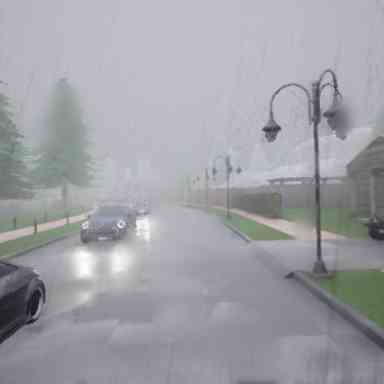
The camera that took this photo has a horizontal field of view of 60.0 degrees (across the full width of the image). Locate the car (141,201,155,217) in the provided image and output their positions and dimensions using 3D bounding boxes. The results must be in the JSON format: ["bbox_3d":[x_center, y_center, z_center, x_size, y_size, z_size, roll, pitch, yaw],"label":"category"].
[{"bbox_3d":[-4.583,1.590,31.820,2.128,1.511,4.902,-1,0,-4],"label":"car"}]

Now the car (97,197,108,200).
[{"bbox_3d":[-23.780,2.055,88.451,1.837,1.490,4.892,-2,0,-40],"label":"car"}]

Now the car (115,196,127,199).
[{"bbox_3d":[-17.143,1.745,79.516,2.097,1.767,4.553,-2,0,-34],"label":"car"}]

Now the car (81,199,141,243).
[{"bbox_3d":[-4.011,1.445,16.676,2.097,1.767,4.553,-1,0,-2],"label":"car"}]

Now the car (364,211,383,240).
[{"bbox_3d":[8.656,0.943,12.280,3.866,1.878,1.905,-1,0,-2],"label":"car"}]

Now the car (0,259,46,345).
[{"bbox_3d":[-3.670,1.656,4.504,1.994,1.385,4.181,-1,0,-2],"label":"car"}]
